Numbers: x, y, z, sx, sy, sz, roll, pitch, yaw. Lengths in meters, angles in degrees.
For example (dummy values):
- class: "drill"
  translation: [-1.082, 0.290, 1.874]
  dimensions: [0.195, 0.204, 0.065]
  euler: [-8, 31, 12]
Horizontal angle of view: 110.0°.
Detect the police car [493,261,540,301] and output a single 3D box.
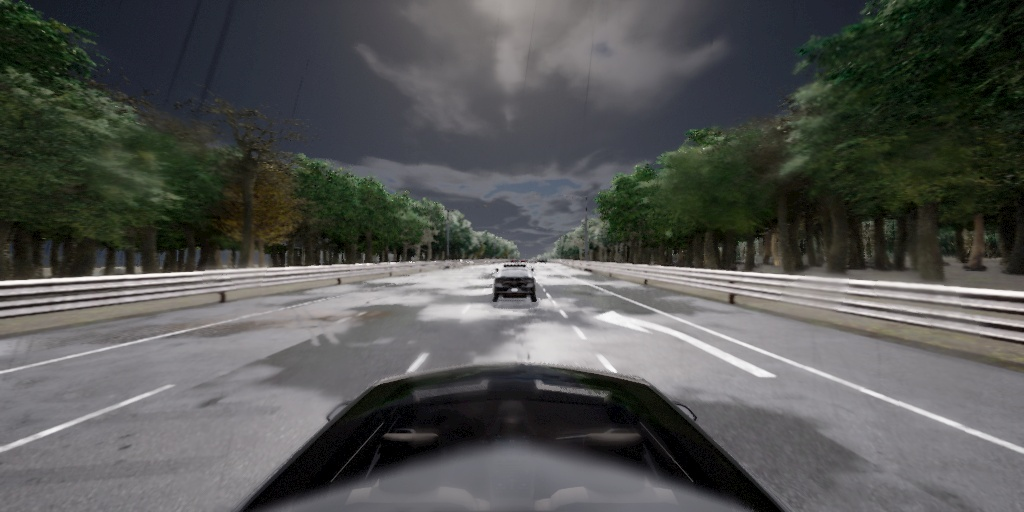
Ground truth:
- class: "police car"
  translation: [0.141, 1.215, 17.435]
  dimensions: [1.930, 1.638, 5.238]
  euler: [0, 0, 1]
